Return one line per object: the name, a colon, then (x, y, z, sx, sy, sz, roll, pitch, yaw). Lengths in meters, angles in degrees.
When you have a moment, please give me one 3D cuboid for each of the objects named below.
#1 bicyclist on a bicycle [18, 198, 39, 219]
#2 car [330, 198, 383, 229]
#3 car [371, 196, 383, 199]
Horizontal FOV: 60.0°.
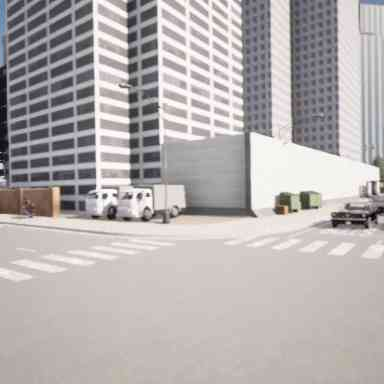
bicyclist on a bicycle: (-12.735, 1.292, 25.892, 0.582, 1.620, 1.656, -1, 1, 37)
car: (9.283, 1.235, 18.766, 1.895, 1.301, 4.718, -1, 1, 37)
car: (14.961, 1.013, 26.432, 2.033, 1.411, 5.357, -1, 1, 37)
